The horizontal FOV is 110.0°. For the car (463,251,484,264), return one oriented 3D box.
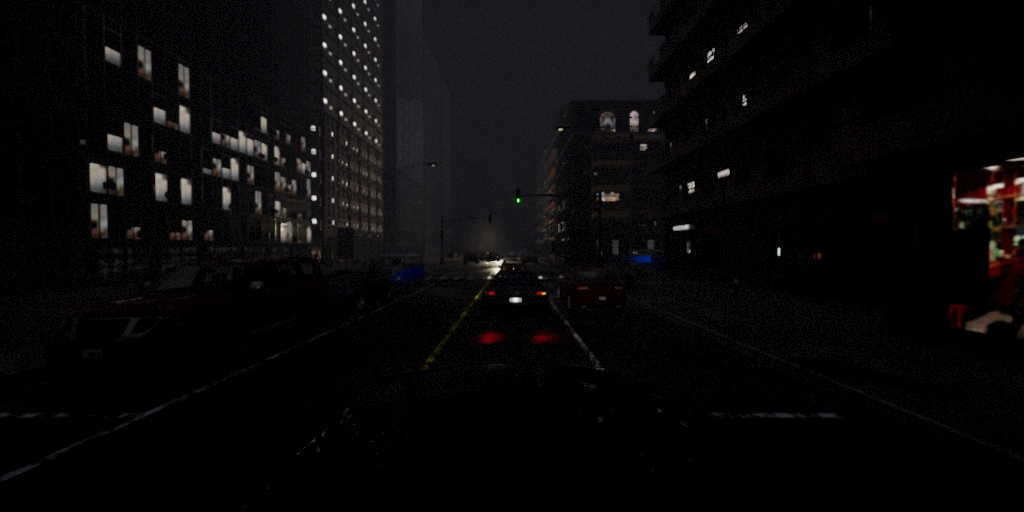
[{"bbox_3d":[-5.677,0.146,50.818,2.192,1.841,5.009,0,0,0],"label":"car"}]

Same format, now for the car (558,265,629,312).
[{"bbox_3d":[2.692,1.081,12.908,1.888,1.381,4.507,0,0,0],"label":"car"}]

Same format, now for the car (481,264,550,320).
[{"bbox_3d":[0.100,1.122,11.714,1.994,1.385,4.181,0,1,0],"label":"car"}]

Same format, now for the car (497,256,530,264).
[{"bbox_3d":[0.108,0.873,26.883,1.895,1.301,4.718,0,1,0],"label":"car"}]

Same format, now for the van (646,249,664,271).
[{"bbox_3d":[13.751,0.365,30.003,3.998,1.789,1.690,0,0,0],"label":"van"}]

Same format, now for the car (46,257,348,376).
[{"bbox_3d":[-5.690,0.955,7.390,2.192,1.841,5.009,0,0,0],"label":"car"}]

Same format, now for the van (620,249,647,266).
[{"bbox_3d":[13.731,0.168,38.382,3.998,1.789,1.690,0,0,0],"label":"van"}]

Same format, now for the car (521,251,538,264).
[{"bbox_3d":[2.703,0.377,50.815,1.888,1.381,4.507,0,0,0],"label":"car"}]

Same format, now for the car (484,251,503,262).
[{"bbox_3d":[-3.038,0.054,57.881,2.097,1.767,4.553,0,1,1],"label":"car"}]

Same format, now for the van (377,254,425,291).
[{"bbox_3d":[-5.687,0.772,18.434,1.690,1.789,3.998,0,0,0],"label":"van"}]

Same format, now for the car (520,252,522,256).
[{"bbox_3d":[2.705,0.276,56.341,1.888,1.381,4.507,0,0,0],"label":"car"}]

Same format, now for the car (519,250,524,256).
[{"bbox_3d":[2.707,0.070,61.868,1.967,1.591,4.097,0,0,0],"label":"car"}]

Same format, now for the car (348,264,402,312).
[{"bbox_3d":[-5.688,1.101,12.912,1.948,1.339,4.313,0,0,0],"label":"car"}]
